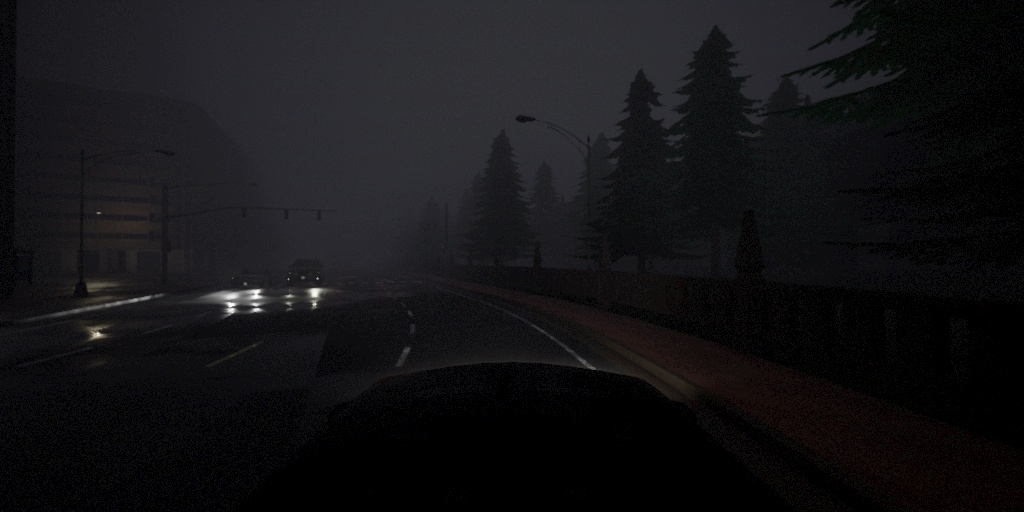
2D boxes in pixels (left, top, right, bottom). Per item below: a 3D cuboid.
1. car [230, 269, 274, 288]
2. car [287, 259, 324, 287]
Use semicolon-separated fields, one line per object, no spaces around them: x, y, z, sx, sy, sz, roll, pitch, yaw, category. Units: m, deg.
-19.266;1.624;26.710;1.895;1.301;4.718;0;-1;-24;car
-16.103;1.240;28.214;2.150;2.045;5.566;0;-1;-24;car
